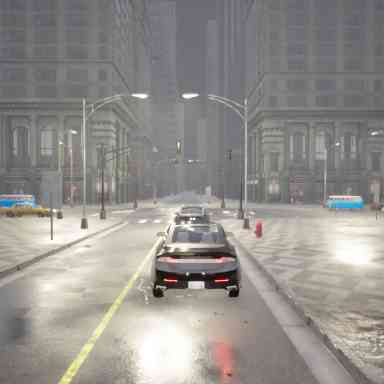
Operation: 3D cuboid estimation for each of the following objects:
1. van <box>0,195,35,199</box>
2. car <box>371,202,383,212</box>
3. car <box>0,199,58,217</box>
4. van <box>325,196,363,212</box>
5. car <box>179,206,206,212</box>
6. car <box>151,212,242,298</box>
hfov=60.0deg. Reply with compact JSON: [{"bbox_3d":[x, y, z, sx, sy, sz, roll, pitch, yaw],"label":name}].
[{"bbox_3d":[-20.286,1.228,38.443,3.998,1.788,1.690,0,1,0],"label":"van"},{"bbox_3d":[23.222,1.576,38.688,4.507,1.381,1.887,0,1,0],"label":"car"},{"bbox_3d":[-14.675,1.569,29.945,4.829,1.417,1.752,0,1,0],"label":"car"},{"bbox_3d":[17.697,1.352,38.657,3.998,1.788,1.690,0,1,0],"label":"van"},{"bbox_3d":[0.052,1.510,18.123,1.837,1.490,4.892,0,0,3],"label":"car"},{"bbox_3d":[0.086,1.491,8.520,2.128,1.511,4.902,0,0,0],"label":"car"}]
